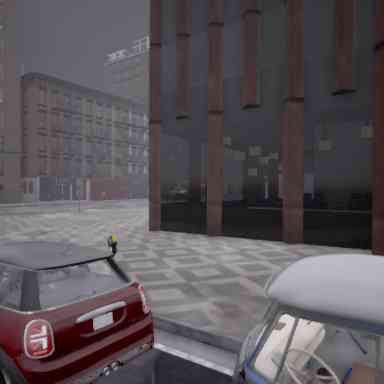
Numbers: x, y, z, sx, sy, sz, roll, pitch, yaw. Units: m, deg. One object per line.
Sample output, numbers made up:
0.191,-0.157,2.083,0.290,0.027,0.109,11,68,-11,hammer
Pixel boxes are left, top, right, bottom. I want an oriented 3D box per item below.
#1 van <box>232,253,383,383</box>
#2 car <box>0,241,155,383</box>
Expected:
2.042,1.339,1.500,3.998,1.788,1.690,0,0,36,van
-2.553,1.437,4.779,4.097,1.590,1.967,0,0,36,car
